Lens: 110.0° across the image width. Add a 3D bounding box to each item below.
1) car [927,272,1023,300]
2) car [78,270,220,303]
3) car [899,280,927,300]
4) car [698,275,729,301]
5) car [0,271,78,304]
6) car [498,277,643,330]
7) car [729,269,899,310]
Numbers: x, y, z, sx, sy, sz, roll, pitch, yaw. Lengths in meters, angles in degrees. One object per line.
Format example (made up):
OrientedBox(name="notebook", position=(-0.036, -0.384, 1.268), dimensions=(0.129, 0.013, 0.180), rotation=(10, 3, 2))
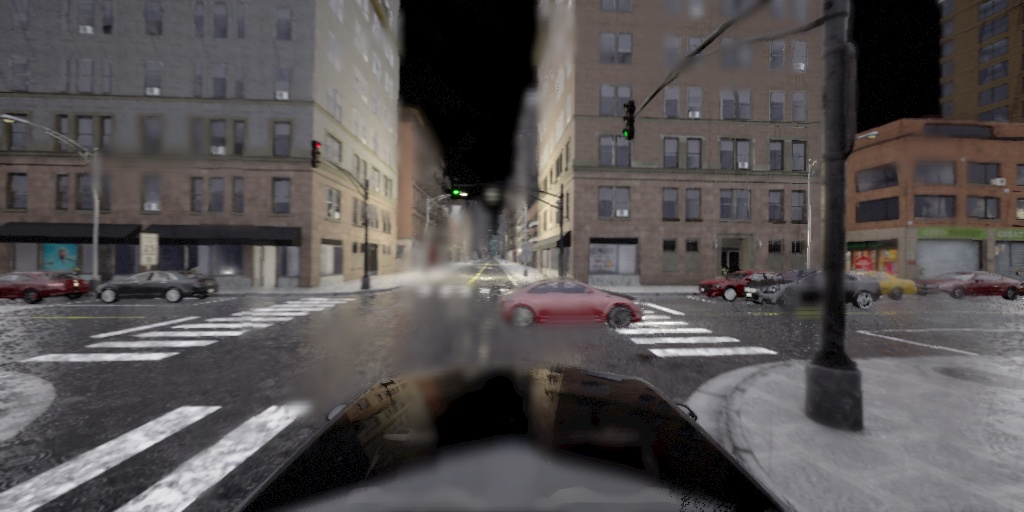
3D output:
OrientedBox(name="car", position=(22.207, 1.411, 17.537), dimensions=(4.207, 1.307, 1.802), rotation=(0, 0, -3))
OrientedBox(name="car", position=(-15.503, 1.295, 15.779), dimensions=(4.403, 1.370, 2.007), rotation=(0, 0, -3))
OrientedBox(name="car", position=(16.550, 1.341, 17.273), dimensions=(4.829, 1.417, 1.751), rotation=(0, 0, -3))
OrientedBox(name="car", position=(11.233, 1.347, 17.026), dimensions=(4.507, 1.381, 1.888), rotation=(0, 0, -3))
OrientedBox(name="car", position=(-21.026, 1.315, 15.521), dimensions=(4.207, 1.307, 1.802), rotation=(0, 0, -3))
OrientedBox(name="car", position=(1.662, 1.337, 10.716), dimensions=(4.181, 1.385, 1.994), rotation=(0, 0, -3))
OrientedBox(name="car", position=(11.819, 1.279, 14.298), dimensions=(4.902, 1.511, 2.128), rotation=(0, 0, -3))
